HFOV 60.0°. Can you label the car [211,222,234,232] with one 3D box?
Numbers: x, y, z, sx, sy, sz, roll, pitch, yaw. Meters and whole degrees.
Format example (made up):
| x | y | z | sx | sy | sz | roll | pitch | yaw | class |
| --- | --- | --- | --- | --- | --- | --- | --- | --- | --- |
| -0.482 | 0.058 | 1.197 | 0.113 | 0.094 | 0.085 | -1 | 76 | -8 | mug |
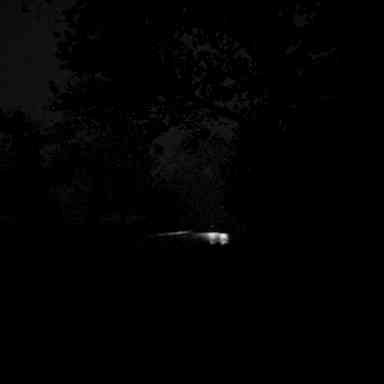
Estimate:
| x | y | z | sx | sy | sz | roll | pitch | yaw | class |
| --- | --- | --- | --- | --- | --- | --- | --- | --- | --- |
| 4.047 | 4.524 | 43.285 | 1.895 | 1.301 | 4.718 | 0 | -4 | 22 | car |
